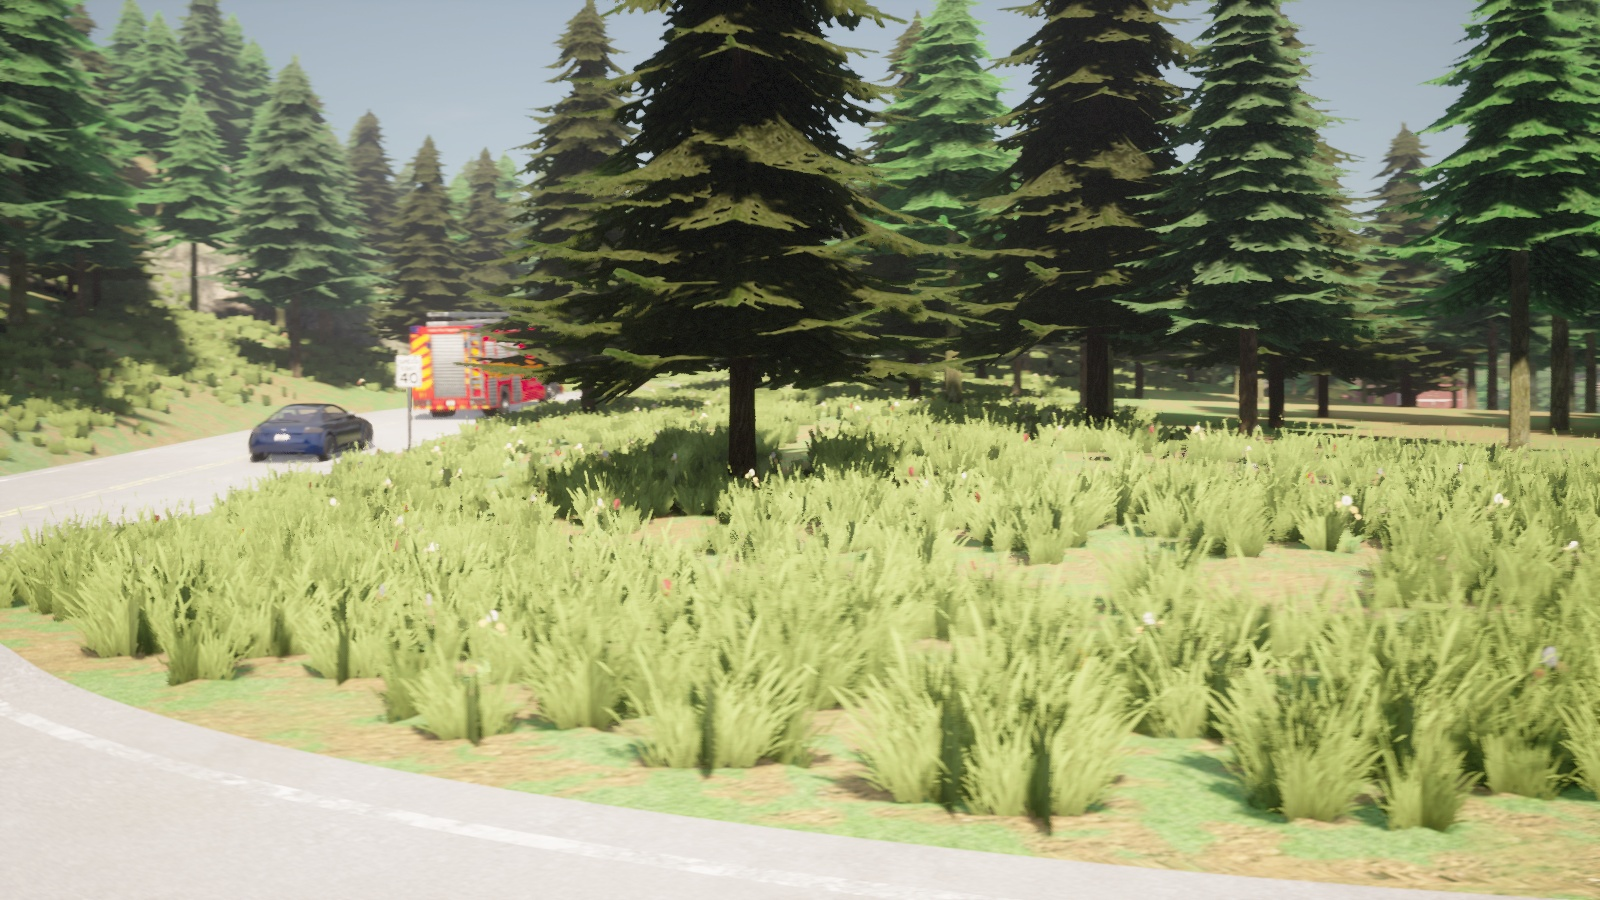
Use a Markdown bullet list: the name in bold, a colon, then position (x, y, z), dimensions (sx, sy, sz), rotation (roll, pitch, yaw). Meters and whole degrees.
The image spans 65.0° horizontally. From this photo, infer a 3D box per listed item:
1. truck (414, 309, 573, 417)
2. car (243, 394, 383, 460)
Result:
- **truck**: position (-11.671, -3.517, 48.939), dimensions (2.891, 3.827, 8.468), rotation (0, 6, 9)
- **car**: position (-12.692, -0.653, 33.032), dimensions (1.994, 1.385, 4.181), rotation (0, 6, 1)
